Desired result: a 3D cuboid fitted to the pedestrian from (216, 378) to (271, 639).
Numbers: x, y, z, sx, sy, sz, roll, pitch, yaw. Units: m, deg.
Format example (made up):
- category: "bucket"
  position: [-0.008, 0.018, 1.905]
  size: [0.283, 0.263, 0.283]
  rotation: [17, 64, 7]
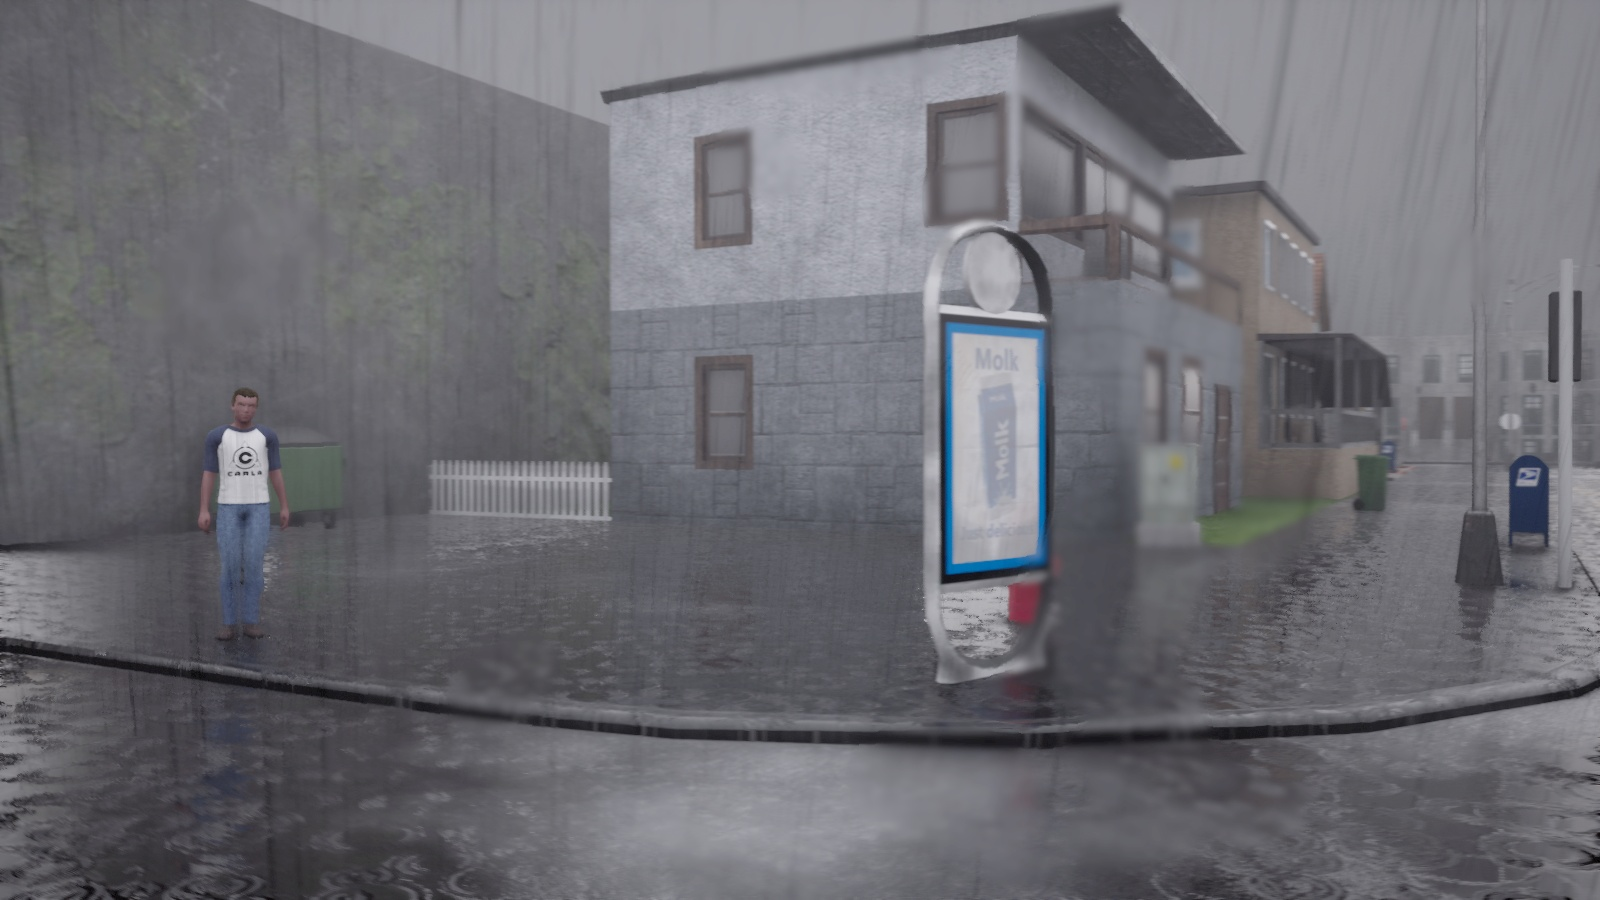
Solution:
- category: "pedestrian"
  position: [-4.076, 0.406, 9.214]
  size: [0.354, 1.836, 0.706]
  rotation: [0, 1, -23]
